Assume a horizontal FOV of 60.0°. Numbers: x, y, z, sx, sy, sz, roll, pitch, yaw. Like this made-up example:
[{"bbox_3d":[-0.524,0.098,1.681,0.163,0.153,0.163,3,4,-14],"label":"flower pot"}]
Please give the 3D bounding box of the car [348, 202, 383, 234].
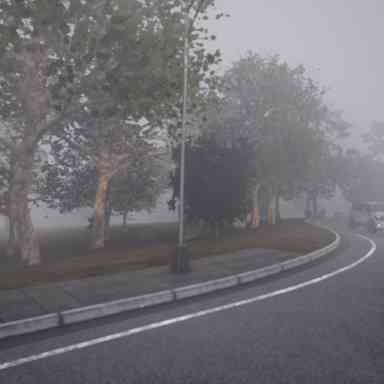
[{"bbox_3d":[12.647,1.697,22.853,2.150,2.045,5.566,1,-1,6],"label":"car"}]
